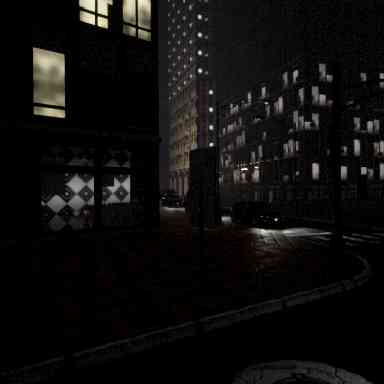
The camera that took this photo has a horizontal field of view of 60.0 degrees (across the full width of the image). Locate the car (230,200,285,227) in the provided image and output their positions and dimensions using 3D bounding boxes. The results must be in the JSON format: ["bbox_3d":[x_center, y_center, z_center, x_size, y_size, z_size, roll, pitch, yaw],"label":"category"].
[{"bbox_3d":[4.094,1.316,21.545,1.837,1.490,4.892,-1,1,-19],"label":"car"}]

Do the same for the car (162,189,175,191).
[{"bbox_3d":[-4.068,0.537,54.633,2.150,2.045,5.566,-1,1,-18],"label":"car"}]

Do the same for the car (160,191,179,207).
[{"bbox_3d":[-2.416,1.037,40.672,1.837,1.490,4.892,-1,1,-18],"label":"car"}]

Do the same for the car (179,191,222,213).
[{"bbox_3d":[0.886,0.895,30.947,2.150,2.045,5.566,-1,1,-19],"label":"car"}]
